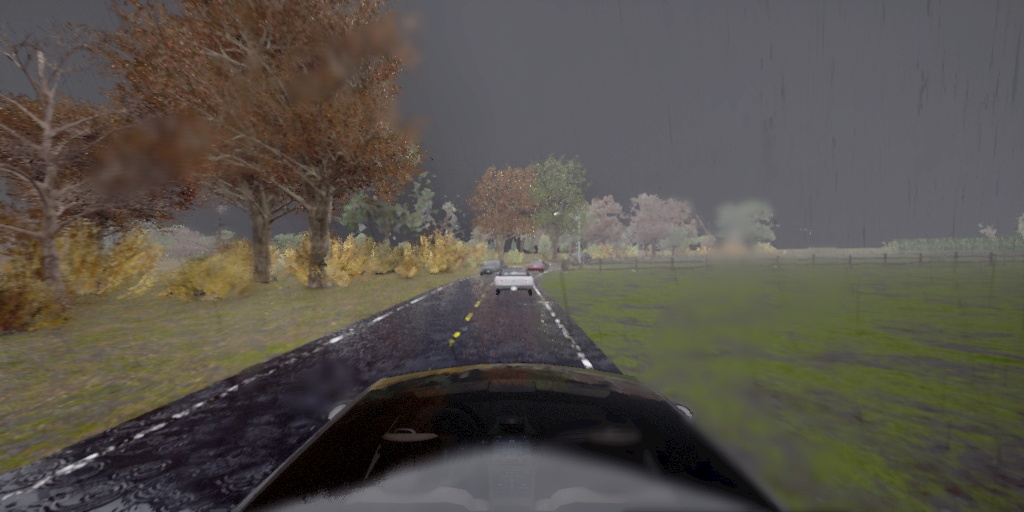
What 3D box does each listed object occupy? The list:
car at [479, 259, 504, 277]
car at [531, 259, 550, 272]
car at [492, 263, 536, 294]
[{"bbox_3d":[-1.676,1.070,33.143,1.837,1.490,4.892,0,0,9],"label":"car"},{"bbox_3d":[3.098,1.072,41.657,1.994,1.385,4.181,0,1,15],"label":"car"},{"bbox_3d":[0.132,1.257,19.366,1.895,1.301,4.718,0,0,1],"label":"car"}]
